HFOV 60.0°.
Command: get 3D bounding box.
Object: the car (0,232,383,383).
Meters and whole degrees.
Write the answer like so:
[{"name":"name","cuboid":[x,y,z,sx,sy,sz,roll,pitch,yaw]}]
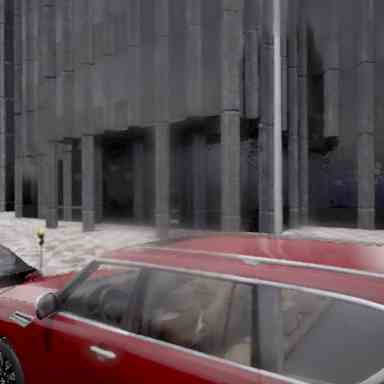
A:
[{"name":"car","cuboid":[0.002,1.327,3.078,5.009,1.841,2.192,0,0,35]}]
